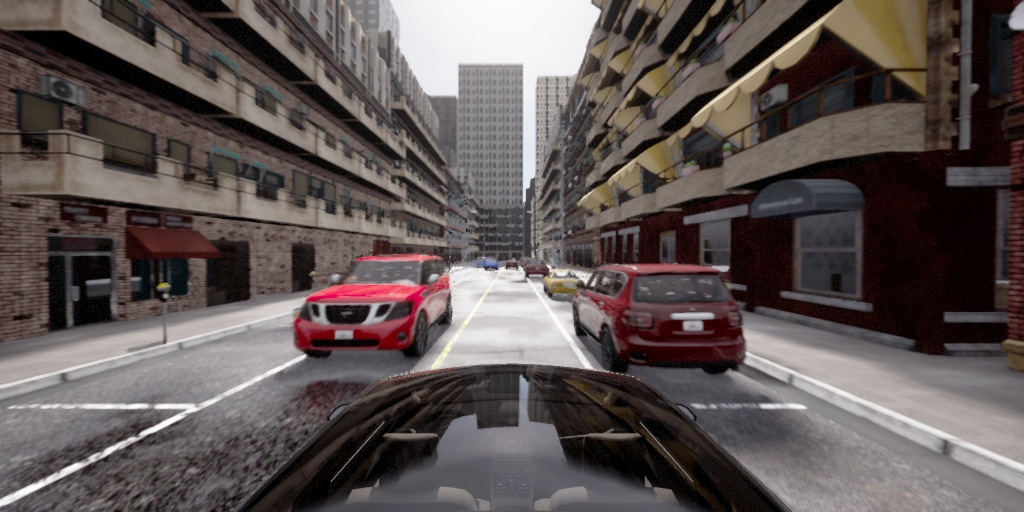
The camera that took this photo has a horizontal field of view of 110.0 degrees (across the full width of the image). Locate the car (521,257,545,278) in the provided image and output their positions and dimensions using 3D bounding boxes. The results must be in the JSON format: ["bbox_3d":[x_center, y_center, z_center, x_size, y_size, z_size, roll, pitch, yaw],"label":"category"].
[{"bbox_3d":[2.254,1.088,33.848,2.097,1.767,4.553,0,0,0],"label":"car"}]

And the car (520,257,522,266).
[{"bbox_3d":[2.553,1.042,46.284,2.192,1.841,5.009,0,0,0],"label":"car"}]

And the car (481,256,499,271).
[{"bbox_3d":[-2.837,1.203,49.634,1.882,1.535,5.008,0,0,0],"label":"car"}]

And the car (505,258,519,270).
[{"bbox_3d":[-0.010,1.201,53.711,1.882,1.535,5.008,0,0,0],"label":"car"}]

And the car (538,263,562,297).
[{"bbox_3d":[2.560,1.268,18.708,1.751,1.417,4.829,0,0,0],"label":"car"}]

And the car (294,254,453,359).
[{"bbox_3d":[-2.842,0.969,8.784,2.150,2.045,5.566,0,0,0],"label":"car"}]

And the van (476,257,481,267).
[{"bbox_3d":[-5.332,1.058,62.909,1.690,1.789,3.998,0,0,0],"label":"van"}]

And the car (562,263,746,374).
[{"bbox_3d":[2.563,1.062,7.441,2.192,1.841,5.009,0,0,0],"label":"car"}]
